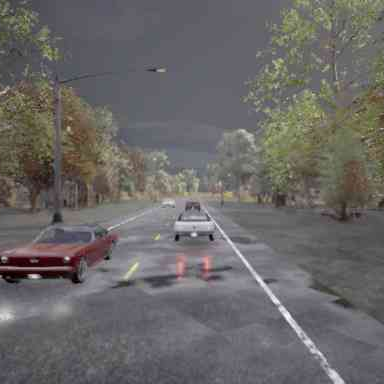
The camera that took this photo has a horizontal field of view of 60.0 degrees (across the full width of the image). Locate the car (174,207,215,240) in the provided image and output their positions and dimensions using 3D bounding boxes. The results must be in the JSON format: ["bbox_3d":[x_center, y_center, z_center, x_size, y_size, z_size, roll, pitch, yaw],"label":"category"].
[{"bbox_3d":[0.103,1.663,17.418,1.895,1.301,4.718,0,0,0],"label":"car"}]

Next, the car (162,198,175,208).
[{"bbox_3d":[-3.557,1.687,50.649,1.812,1.442,4.674,0,0,0],"label":"car"}]

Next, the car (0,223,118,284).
[{"bbox_3d":[-3.603,1.638,9.822,1.895,1.301,4.718,0,0,0],"label":"car"}]

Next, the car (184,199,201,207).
[{"bbox_3d":[0.105,1.642,42.435,1.837,1.490,4.892,0,0,0],"label":"car"}]
